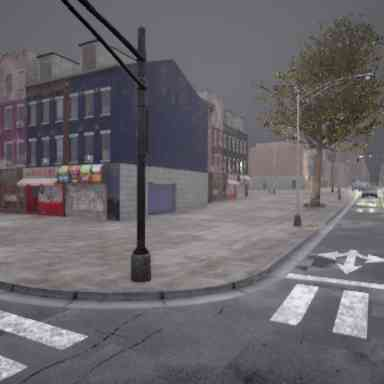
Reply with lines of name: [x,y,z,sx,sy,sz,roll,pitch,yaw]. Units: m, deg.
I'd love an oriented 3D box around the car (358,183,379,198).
car: [23.248,0.000,43.509,2.033,1.411,5.357,0,3,29]

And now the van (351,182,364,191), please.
van: [32.362,-1.029,65.447,1.690,1.788,3.998,2,3,29]
